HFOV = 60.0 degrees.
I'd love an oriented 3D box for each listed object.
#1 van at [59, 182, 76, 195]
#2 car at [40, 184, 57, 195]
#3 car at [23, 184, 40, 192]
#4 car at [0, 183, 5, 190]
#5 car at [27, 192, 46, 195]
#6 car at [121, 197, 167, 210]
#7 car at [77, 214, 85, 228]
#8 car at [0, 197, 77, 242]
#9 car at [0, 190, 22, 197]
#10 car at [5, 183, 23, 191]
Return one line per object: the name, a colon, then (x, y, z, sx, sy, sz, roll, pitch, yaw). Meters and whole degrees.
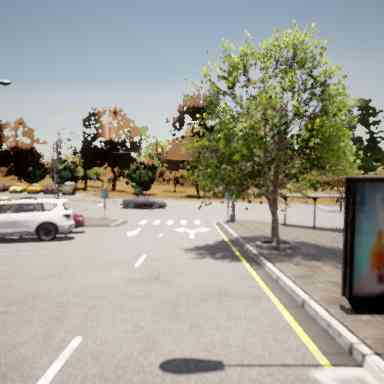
van: (-20.319, -0.573, 54.952, 1.878, 1.987, 4.442, 1, 4, -14)
car: (-23.289, -0.594, 55.347, 2.185, 1.767, 4.553, 1, 4, -13)
car: (-26.282, -0.605, 55.896, 1.946, 1.575, 5.366, 1, 4, -13)
car: (-32.118, -0.784, 56.423, 2.002, 1.452, 4.674, 1, 4, -13)
car: (-17.813, 1.324, 36.306, 2.163, 1.488, 4.792, 0, 6, -15)
car: (-5.737, 1.297, 40.136, 5.357, 1.411, 2.033, 1, 4, 4)
car: (-8.718, 1.724, 19.525, 4.674, 1.452, 2.002, -1, 0, -19)
car: (-8.774, 1.403, 16.495, 5.566, 2.045, 2.435, -1, 0, -19)
car: (-20.799, 1.140, 36.950, 1.946, 1.575, 5.366, 0, 6, -14)
car: (-29.133, -0.695, 55.883, 1.946, 1.575, 5.366, 1, 4, -13)
